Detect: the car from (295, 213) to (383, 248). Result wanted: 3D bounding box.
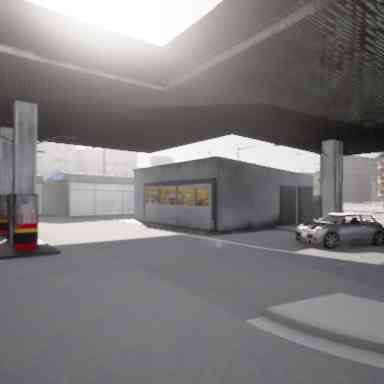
[{"bbox_3d":[6.799,1.716,15.365,3.806,1.475,1.970,0,-1,-16],"label":"car"}]
